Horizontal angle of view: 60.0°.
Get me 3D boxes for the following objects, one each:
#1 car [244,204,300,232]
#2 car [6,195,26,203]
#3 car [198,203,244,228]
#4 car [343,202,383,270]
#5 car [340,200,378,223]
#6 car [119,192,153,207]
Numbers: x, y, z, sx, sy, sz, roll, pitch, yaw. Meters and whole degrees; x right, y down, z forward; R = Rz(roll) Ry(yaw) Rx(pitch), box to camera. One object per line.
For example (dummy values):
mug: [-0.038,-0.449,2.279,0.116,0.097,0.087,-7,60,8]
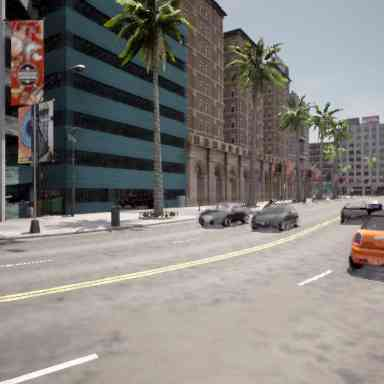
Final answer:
car: [5.160,1.492,20.253,1.837,1.490,4.892,0,0,33]
car: [-33.416,1.341,61.943,2.161,1.482,4.786,0,0,32]
car: [2.233,1.476,22.170,2.128,1.511,4.902,0,0,33]
car: [6.494,1.350,10.298,2.097,1.767,4.553,0,0,39]
car: [12.271,1.476,24.660,2.128,1.511,4.902,0,0,32]
car: [-7.688,0.987,46.314,2.435,2.045,5.566,0,0,32]
